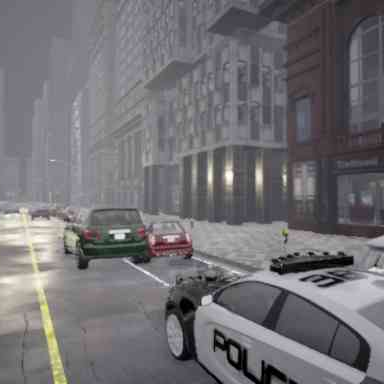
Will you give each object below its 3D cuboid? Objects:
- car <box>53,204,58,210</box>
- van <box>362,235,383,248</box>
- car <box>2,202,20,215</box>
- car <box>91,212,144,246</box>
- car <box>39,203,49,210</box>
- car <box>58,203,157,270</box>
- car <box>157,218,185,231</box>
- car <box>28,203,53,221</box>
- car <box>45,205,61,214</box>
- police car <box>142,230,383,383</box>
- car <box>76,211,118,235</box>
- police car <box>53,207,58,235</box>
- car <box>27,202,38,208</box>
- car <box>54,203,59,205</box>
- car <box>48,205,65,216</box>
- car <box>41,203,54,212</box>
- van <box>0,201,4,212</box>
[{"bbox_3d":[-14.572,2.436,38.400,1.947,1.339,4.313,0,-1,-27],"label":"car"},{"bbox_3d":[3.559,1.421,3.372,1.690,1.788,3.998,0,-1,-27],"label":"van"},{"bbox_3d":[-27.473,2.715,50.795,1.994,1.385,4.181,1,-1,-27],"label":"car"},{"bbox_3d":[-4.290,1.947,18.534,1.752,1.417,4.829,0,-1,-27],"label":"car"},{"bbox_3d":[-32.704,3.231,73.431,1.947,1.339,4.313,0,-1,-27],"label":"car"},{"bbox_3d":[-3.451,1.502,12.512,2.150,2.045,5.566,1,-1,-28],"label":"car"},{"bbox_3d":[-1.622,1.746,13.380,1.967,1.590,4.097,0,-1,-27],"label":"car"},{"bbox_3d":[-16.957,2.346,37.104,1.837,1.490,4.892,1,-2,-27],"label":"car"},{"bbox_3d":[-22.344,2.776,53.414,1.947,1.339,4.313,0,-1,-27],"label":"car"},{"bbox_3d":[1.252,1.515,3.782,1.930,1.638,5.238,1,-1,-27],"label":"police car"},{"bbox_3d":[-6.802,2.082,23.387,2.008,1.369,4.403,0,-1,-27],"label":"car"},{"bbox_3d":[-6.101,1.835,17.989,1.930,1.638,5.238,1,-1,-27],"label":"police car"},{"bbox_3d":[-22.404,2.582,47.527,1.837,1.490,4.892,1,-1,-27],"label":"car"},{"bbox_3d":[-17.164,2.299,43.410,2.192,1.841,5.009,0,-1,-27],"label":"car"},{"bbox_3d":[-19.753,2.641,48.410,1.887,1.381,4.507,0,-1,-27],"label":"car"},{"bbox_3d":[-27.524,2.876,63.425,1.967,1.590,4.097,0,-1,-27],"label":"car"},{"bbox_3d":[-35.093,2.690,59.504,1.690,1.788,3.998,0,-1,-27],"label":"van"}]
